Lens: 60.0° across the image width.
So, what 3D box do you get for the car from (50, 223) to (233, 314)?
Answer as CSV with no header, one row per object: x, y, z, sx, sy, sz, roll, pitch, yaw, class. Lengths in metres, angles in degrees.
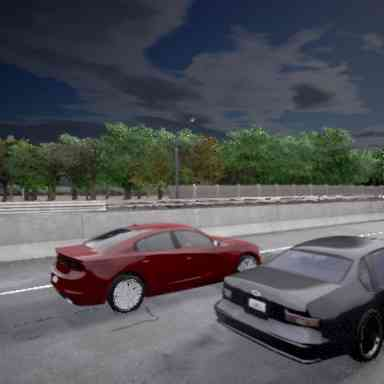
-0.548,1.450,7.654,5.008,1.535,1.882,0,0,-35,car

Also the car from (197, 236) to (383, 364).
2.894,1.508,5.810,5.357,1.411,2.033,0,0,-35,car
